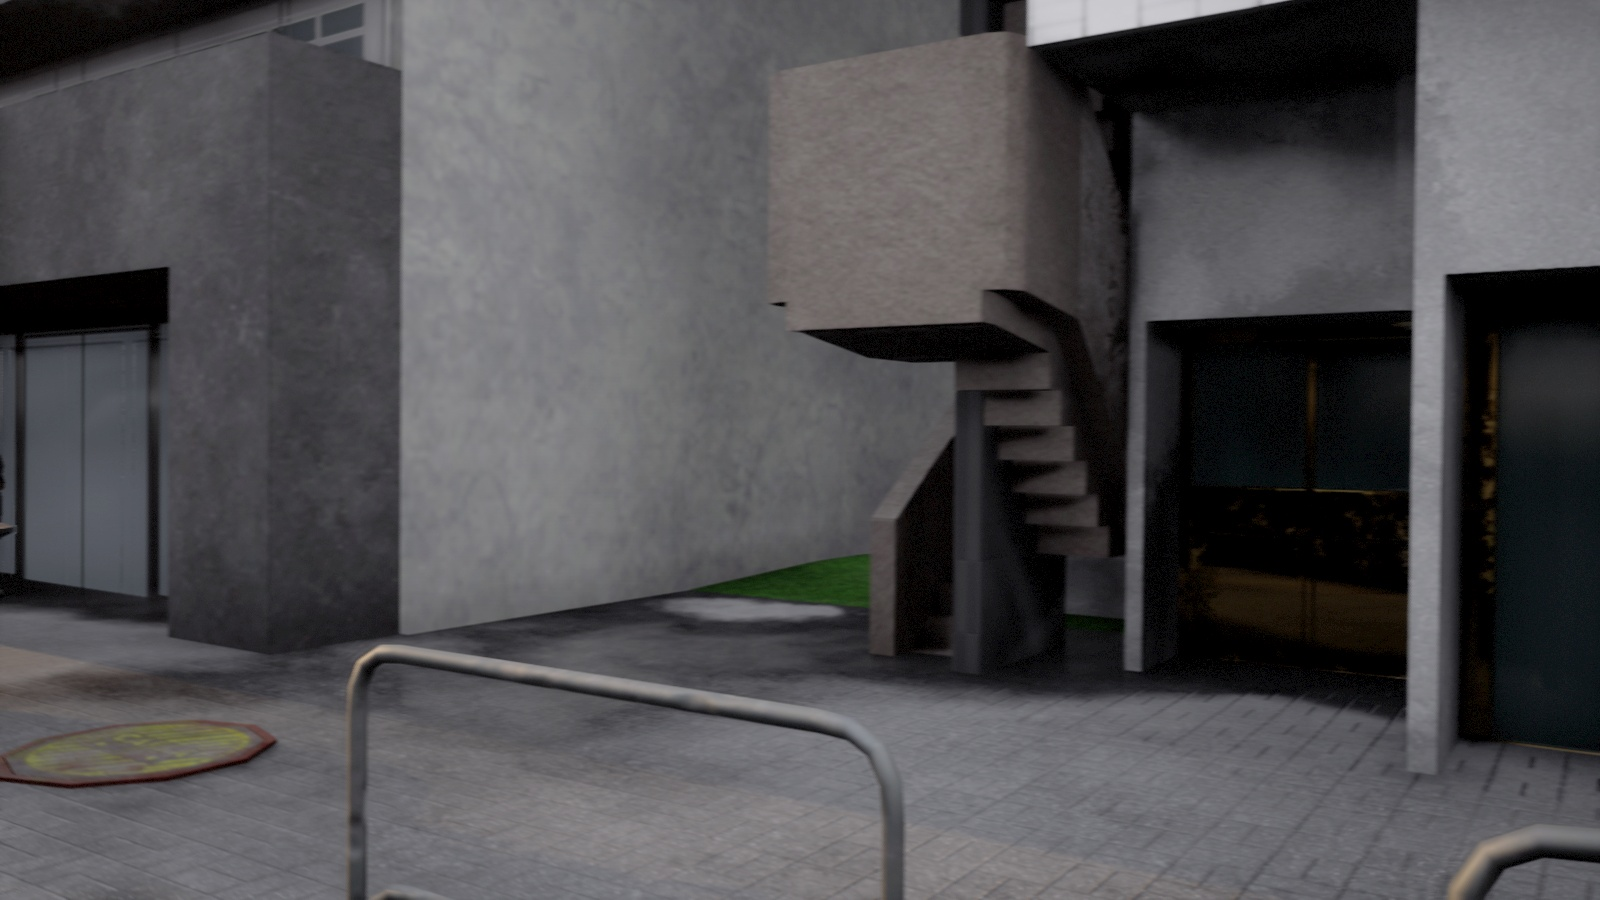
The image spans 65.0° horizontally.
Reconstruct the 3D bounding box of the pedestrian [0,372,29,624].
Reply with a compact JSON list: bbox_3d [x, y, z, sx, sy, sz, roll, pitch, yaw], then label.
[{"bbox_3d":[-6.415,0.365,9.782,0.666,1.930,0.402,0,1,30],"label":"pedestrian"}]

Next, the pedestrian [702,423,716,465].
[{"bbox_3d":[-3.941,-0.264,54.302,0.345,1.836,0.594,0,1,25],"label":"pedestrian"}]
